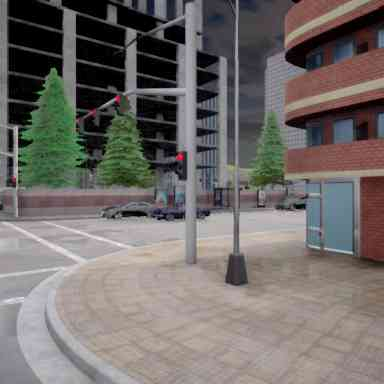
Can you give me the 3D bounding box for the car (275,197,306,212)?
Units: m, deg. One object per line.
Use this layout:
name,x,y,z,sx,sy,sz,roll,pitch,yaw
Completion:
car,12.063,1.406,39.849,4.553,1.767,2.097,0,0,-35

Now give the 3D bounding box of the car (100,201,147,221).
car,-5.125,1.544,27.726,4.902,1.511,2.128,0,0,-35

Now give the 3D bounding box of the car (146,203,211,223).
car,-0.883,1.654,26.435,4.718,1.301,1.895,0,0,-35
